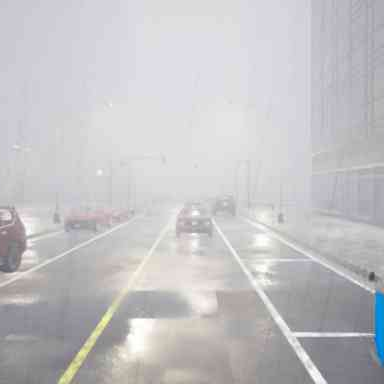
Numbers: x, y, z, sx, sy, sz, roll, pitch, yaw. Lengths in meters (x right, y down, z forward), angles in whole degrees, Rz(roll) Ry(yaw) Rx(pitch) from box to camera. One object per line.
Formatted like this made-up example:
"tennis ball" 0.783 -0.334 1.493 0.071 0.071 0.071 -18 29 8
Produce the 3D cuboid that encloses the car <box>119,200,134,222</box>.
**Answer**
"car" -5.745 1.439 24.525 1.802 1.307 4.206 0 0 0

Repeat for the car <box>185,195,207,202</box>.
"car" 0.115 1.311 30.931 2.128 1.511 4.902 0 0 0

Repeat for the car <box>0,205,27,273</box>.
"car" -5.758 1.269 7.669 2.192 1.841 5.009 0 0 0

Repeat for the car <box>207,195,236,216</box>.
"car" 2.783 1.139 30.156 2.192 1.841 5.009 0 0 0

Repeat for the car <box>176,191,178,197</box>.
"car" -5.697 1.073 90.816 1.947 1.339 4.313 0 0 0

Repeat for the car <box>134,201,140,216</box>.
"car" -5.741 1.407 30.144 1.802 1.307 4.206 0 0 0

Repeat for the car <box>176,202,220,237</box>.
"car" 0.112 1.444 17.381 2.033 1.411 5.357 0 0 0

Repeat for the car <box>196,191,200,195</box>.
"car" 2.828 1.057 90.827 2.008 1.369 4.403 0 0 0

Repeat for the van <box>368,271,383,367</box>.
"van" 2.763 1.328 2.063 1.690 1.788 3.998 0 0 0

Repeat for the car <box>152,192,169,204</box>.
"car" -5.722 0.993 56.996 2.192 1.841 5.009 0 0 0

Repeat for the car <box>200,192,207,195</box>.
"car" 2.803 1.228 57.011 2.008 1.369 4.403 0 0 0

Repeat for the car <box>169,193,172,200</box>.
"car" -5.714 1.145 68.100 1.752 1.417 4.829 0 0 0

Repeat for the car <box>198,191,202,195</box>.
"car" 2.815 1.134 73.918 1.887 1.381 4.507 0 0 0

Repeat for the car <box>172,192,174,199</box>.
"car" -5.710 1.135 73.907 1.887 1.381 4.507 0 0 0

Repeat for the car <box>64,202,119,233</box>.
"car" -5.750 1.434 18.907 1.887 1.381 4.507 0 0 0
